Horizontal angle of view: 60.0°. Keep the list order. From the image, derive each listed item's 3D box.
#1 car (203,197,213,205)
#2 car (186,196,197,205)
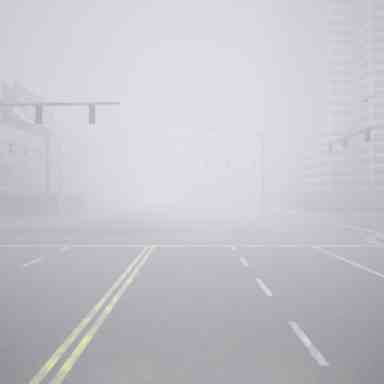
[{"bbox_3d":[3.387,1.837,70.471,1.812,1.442,4.674,0,0,0],"label":"car"},{"bbox_3d":[-0.113,1.670,70.436,2.097,1.767,4.553,0,0,0],"label":"car"}]
